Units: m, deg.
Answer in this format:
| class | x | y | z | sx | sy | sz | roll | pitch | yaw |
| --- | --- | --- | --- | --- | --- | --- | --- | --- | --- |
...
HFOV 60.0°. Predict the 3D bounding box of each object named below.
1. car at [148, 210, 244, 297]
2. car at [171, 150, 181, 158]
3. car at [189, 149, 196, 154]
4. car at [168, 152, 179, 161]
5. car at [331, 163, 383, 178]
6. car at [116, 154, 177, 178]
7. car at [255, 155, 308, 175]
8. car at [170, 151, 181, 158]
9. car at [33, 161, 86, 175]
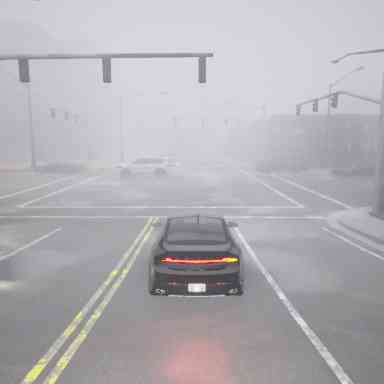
| class | x | y | z | sx | sy | sz | roll | pitch | yaw |
| --- | --- | --- | --- | --- | --- | --- | --- | --- | --- |
| car | 0.080 | 1.201 | 8.008 | 1.837 | 1.490 | 4.892 | 0 | 4 | 0 |
| car | -3.429 | -8.084 | 70.981 | 1.882 | 1.535 | 5.008 | 0 | 9 | 0 |
| car | 0.089 | -10.924 | 89.926 | 1.994 | 1.385 | 4.181 | 0 | 9 | 0 |
| car | -3.546 | -4.888 | 50.673 | 2.033 | 1.411 | 5.357 | 0 | 9 | 0 |
| car | 16.675 | -2.147 | 32.827 | 5.357 | 1.411 | 2.033 | 0 | 9 | 2 |
| car | -4.602 | -2.477 | 32.864 | 5.566 | 2.045 | 2.150 | 0 | 9 | 0 |
| car | 9.749 | -3.004 | 36.263 | 5.566 | 2.045 | 2.150 | 0 | 9 | 0 |
| car | -3.507 | -6.645 | 60.803 | 2.097 | 1.767 | 4.553 | 0 | 9 | 0 |
| car | -14.477 | -2.692 | 36.414 | 5.357 | 1.411 | 2.033 | 0 | 9 | 0 |
